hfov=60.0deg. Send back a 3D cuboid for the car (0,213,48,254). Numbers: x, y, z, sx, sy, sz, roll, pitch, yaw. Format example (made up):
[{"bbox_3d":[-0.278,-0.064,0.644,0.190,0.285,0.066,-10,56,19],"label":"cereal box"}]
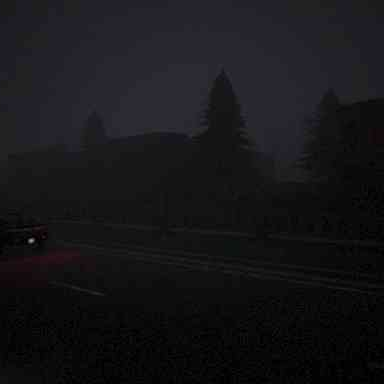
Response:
[{"bbox_3d":[-7.985,1.628,13.864,4.902,1.511,2.128,-1,0,36],"label":"car"}]
